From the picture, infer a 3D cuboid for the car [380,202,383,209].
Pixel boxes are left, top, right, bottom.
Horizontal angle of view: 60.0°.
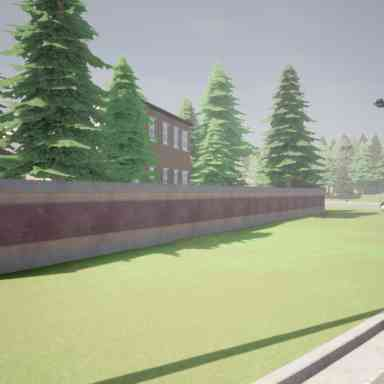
[{"bbox_3d":[25.199,1.505,40.693,1.837,1.490,4.892,0,0,-6],"label":"car"}]
